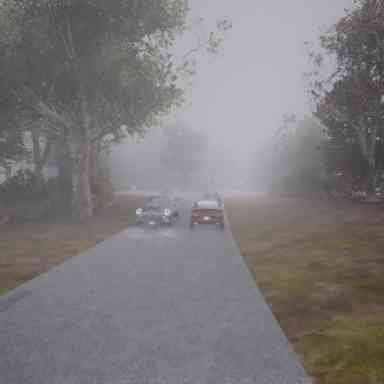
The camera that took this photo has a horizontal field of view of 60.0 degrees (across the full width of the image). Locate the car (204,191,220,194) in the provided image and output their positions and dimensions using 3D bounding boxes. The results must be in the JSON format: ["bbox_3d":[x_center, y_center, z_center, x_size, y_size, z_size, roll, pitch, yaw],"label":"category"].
[{"bbox_3d":[2.306,0.609,38.418,1.994,1.385,4.181,0,2,4],"label":"car"}]

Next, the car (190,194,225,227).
[{"bbox_3d":[0.928,1.151,19.983,1.882,1.535,5.008,0,2,4],"label":"car"}]

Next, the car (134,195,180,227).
[{"bbox_3d":[-1.981,1.001,19.951,2.097,1.767,4.553,1,2,4],"label":"car"}]
